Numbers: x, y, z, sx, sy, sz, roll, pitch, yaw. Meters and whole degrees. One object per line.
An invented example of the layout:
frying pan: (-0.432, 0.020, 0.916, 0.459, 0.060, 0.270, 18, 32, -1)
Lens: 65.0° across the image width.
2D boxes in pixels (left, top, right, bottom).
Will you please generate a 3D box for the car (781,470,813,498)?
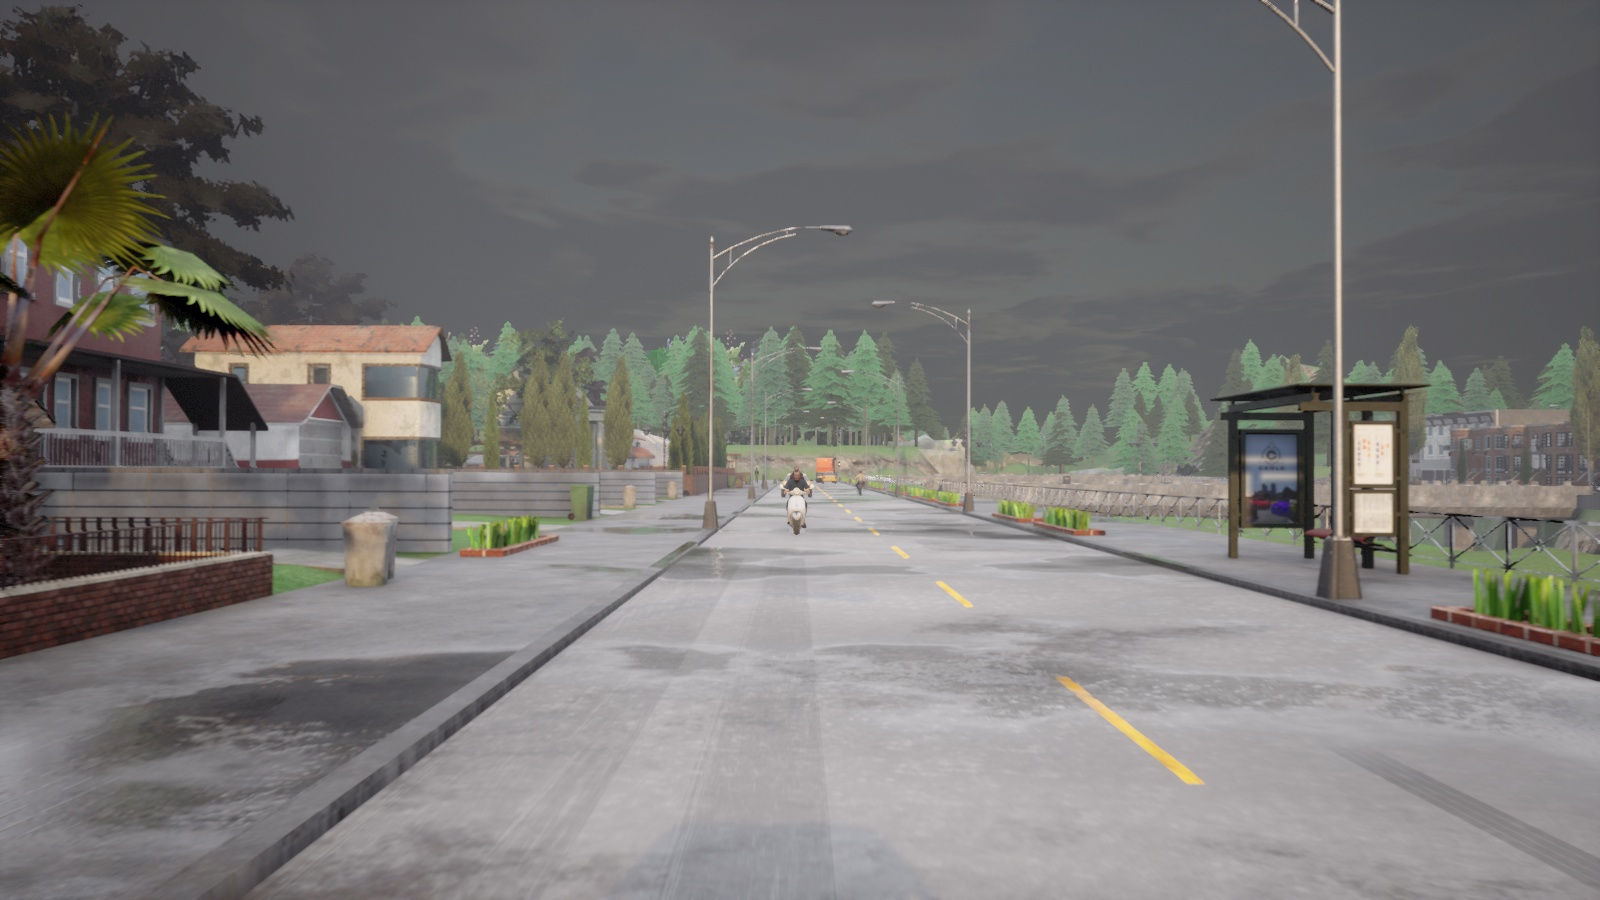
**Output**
car: (-0.177, 2.009, 74.946, 1.801, 1.575, 5.366, 0, -1, 0)

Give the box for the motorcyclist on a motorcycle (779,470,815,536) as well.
motorcyclist on a motorcycle: (-0.074, 1.289, 31.107, 0.866, 1.590, 1.817, 0, -1, 0)
